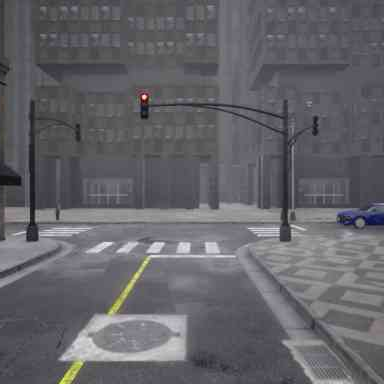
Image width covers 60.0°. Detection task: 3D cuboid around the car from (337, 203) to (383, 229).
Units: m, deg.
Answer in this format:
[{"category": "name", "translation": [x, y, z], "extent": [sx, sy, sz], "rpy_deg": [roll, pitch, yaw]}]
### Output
[{"category": "car", "translation": [11.803, 1.459, 21.055], "extent": [5.008, 1.535, 1.882], "rpy_deg": [0, 0, 1]}]

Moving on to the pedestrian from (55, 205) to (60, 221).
[{"category": "pedestrian", "translation": [-9.827, 1.532, 24.340], "extent": [0.500, 1.100, 0.500], "rpy_deg": [0, 0, 1]}]
